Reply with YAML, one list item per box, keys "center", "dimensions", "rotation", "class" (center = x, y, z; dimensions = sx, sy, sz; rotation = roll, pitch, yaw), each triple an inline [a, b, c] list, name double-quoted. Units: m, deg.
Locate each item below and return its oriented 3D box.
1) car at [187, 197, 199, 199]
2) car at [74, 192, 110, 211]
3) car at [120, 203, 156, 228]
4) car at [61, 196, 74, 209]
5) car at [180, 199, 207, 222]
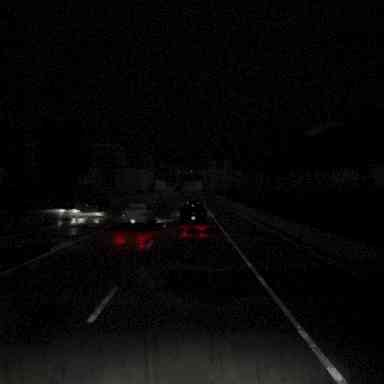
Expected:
- center: [0.097, 1.282, 41.738]
  dimensions: [1.895, 1.301, 4.718]
  rotation: [0, 1, 0]
  class: "car"
- center: [-10.550, 0.977, 36.298]
  dimensions: [2.150, 2.045, 5.566]
  rotation: [0, 0, 1]
  class: "car"
- center: [-3.402, 1.438, 21.433]
  dimensions: [1.812, 1.442, 4.674]
  rotation: [0, 0, 0]
  class: "car"
- center: [-14.019, 1.219, 39.783]
  dimensions: [1.837, 1.490, 4.892]
  rotation: [0, 0, 0]
  class: "car"
- center: [0.098, 1.483, 25.085]
  dimensions: [1.895, 1.301, 4.718]
  rotation: [0, 1, 0]
  class: "car"
